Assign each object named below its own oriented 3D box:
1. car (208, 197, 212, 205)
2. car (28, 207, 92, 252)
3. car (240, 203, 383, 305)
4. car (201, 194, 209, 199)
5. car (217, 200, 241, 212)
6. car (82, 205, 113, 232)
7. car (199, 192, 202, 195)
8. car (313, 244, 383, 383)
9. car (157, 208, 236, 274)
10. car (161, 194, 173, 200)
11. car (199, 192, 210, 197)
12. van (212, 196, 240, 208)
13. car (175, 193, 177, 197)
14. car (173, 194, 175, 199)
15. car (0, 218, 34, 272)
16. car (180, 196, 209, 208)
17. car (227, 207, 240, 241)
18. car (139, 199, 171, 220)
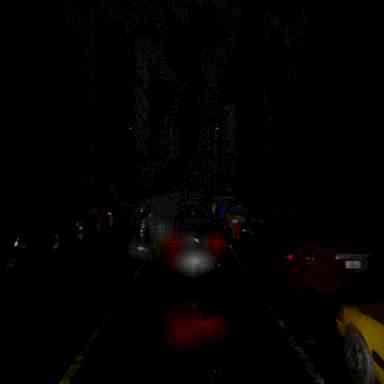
[{"bbox_3d":[2.693,1.383,30.785,1.752,1.417,4.829,1,0,0],"label":"car"},{"bbox_3d":[-5.843,1.504,13.603,1.947,1.339,4.313,1,0,0],"label":"car"},{"bbox_3d":[2.682,1.279,7.921,2.192,1.841,5.009,1,0,0],"label":"car"},{"bbox_3d":[3.248,1.142,84.869,1.887,1.381,4.507,1,0,1],"label":"car"},{"bbox_3d":[2.687,1.436,19.438,1.752,1.417,4.829,1,0,0],"label":"car"},{"bbox_3d":[-5.839,1.456,19.276,1.887,1.381,4.507,1,0,0],"label":"car"},{"bbox_3d":[3.101,1.197,73.808,1.887,1.381,4.507,1,0,1],"label":"car"},{"bbox_3d":[2.677,1.514,2.418,1.752,1.417,4.829,1,0,0],"label":"car"},{"bbox_3d":[0.086,1.454,10.435,1.837,1.490,4.892,0,-1,0],"label":"car"},{"bbox_3d":[-5.498,1.262,68.388,1.802,1.307,4.206,1,0,1],"label":"car"},{"bbox_3d":[3.028,1.245,68.278,1.947,1.339,4.313,1,0,1],"label":"car"},{"bbox_3d":[2.692,1.226,24.941,1.690,1.788,3.998,1,0,0],"label":"van"},{"bbox_3d":[-5.350,1.176,79.445,2.008,1.369,4.403,1,0,1],"label":"car"},{"bbox_3d":[-5.424,1.219,73.916,1.947,1.339,4.313,1,0,1],"label":"car"},{"bbox_3d":[-5.846,1.530,7.931,1.947,1.339,4.313,1,0,0],"label":"car"},{"bbox_3d":[0.098,1.355,26.563,1.882,1.535,5.008,0,0,0],"label":"car"},{"bbox_3d":[2.683,1.520,13.595,1.802,1.307,4.206,1,0,0],"label":"car"},{"bbox_3d":[-3.068,1.476,27.082,1.895,1.301,4.718,0,0,0],"label":"car"}]
